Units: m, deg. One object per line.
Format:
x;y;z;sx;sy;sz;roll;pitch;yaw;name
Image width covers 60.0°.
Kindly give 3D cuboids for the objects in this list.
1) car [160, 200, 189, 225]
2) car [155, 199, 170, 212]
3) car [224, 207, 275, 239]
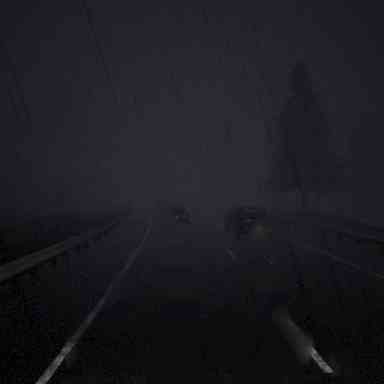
-1.243;1.588;24.876;1.812;1.442;4.674;0;-1;-6;car
-3.471;1.607;41.373;1.837;1.490;4.892;0;0;-9;car
2.902;1.533;17.569;2.128;1.511;4.902;0;0;-4;car
